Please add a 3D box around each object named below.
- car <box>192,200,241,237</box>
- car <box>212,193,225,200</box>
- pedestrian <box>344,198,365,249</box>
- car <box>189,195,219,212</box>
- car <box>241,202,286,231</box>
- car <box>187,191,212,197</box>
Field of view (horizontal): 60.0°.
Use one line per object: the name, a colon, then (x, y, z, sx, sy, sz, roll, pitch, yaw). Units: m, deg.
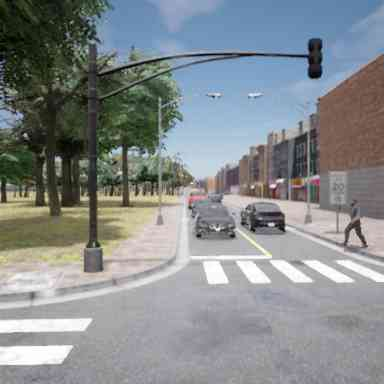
car: (1.094, 1.386, 17.219, 1.837, 1.490, 4.892, 0, 1, -1)
car: (3.372, 1.018, 50.563, 2.128, 1.511, 4.902, 0, 1, -1)
pedestrian: (5.828, 1.099, 11.922, 0.375, 1.860, 0.375, 0, 0, -1)
car: (0.895, 1.258, 27.269, 1.837, 1.490, 4.892, 0, 1, -1)
car: (3.981, 1.353, 19.243, 1.837, 1.490, 4.892, 0, 1, -1)
car: (0.688, 0.860, 37.977, 2.150, 2.045, 5.566, 0, 1, -1)
